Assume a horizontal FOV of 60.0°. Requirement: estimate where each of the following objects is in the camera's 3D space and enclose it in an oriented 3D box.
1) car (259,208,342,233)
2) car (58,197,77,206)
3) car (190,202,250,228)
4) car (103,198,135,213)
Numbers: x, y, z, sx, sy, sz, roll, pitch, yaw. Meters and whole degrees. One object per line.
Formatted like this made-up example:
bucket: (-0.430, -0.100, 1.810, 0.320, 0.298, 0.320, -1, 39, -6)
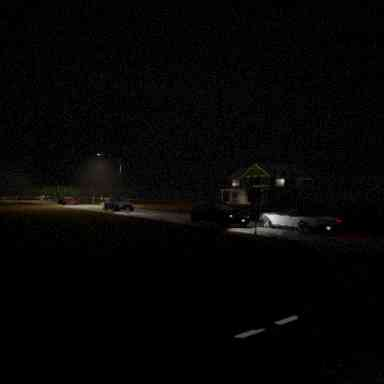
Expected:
car: (6.009, 1.562, 19.133, 1.895, 1.301, 4.718, 1, 0, -29)
car: (-18.678, 1.376, 49.945, 1.994, 1.385, 4.181, 2, -1, -36)
car: (1.672, 1.398, 21.478, 1.812, 1.442, 4.674, 2, 0, -36)
car: (-7.618, 1.318, 34.406, 1.812, 1.442, 4.674, 2, -1, -36)
